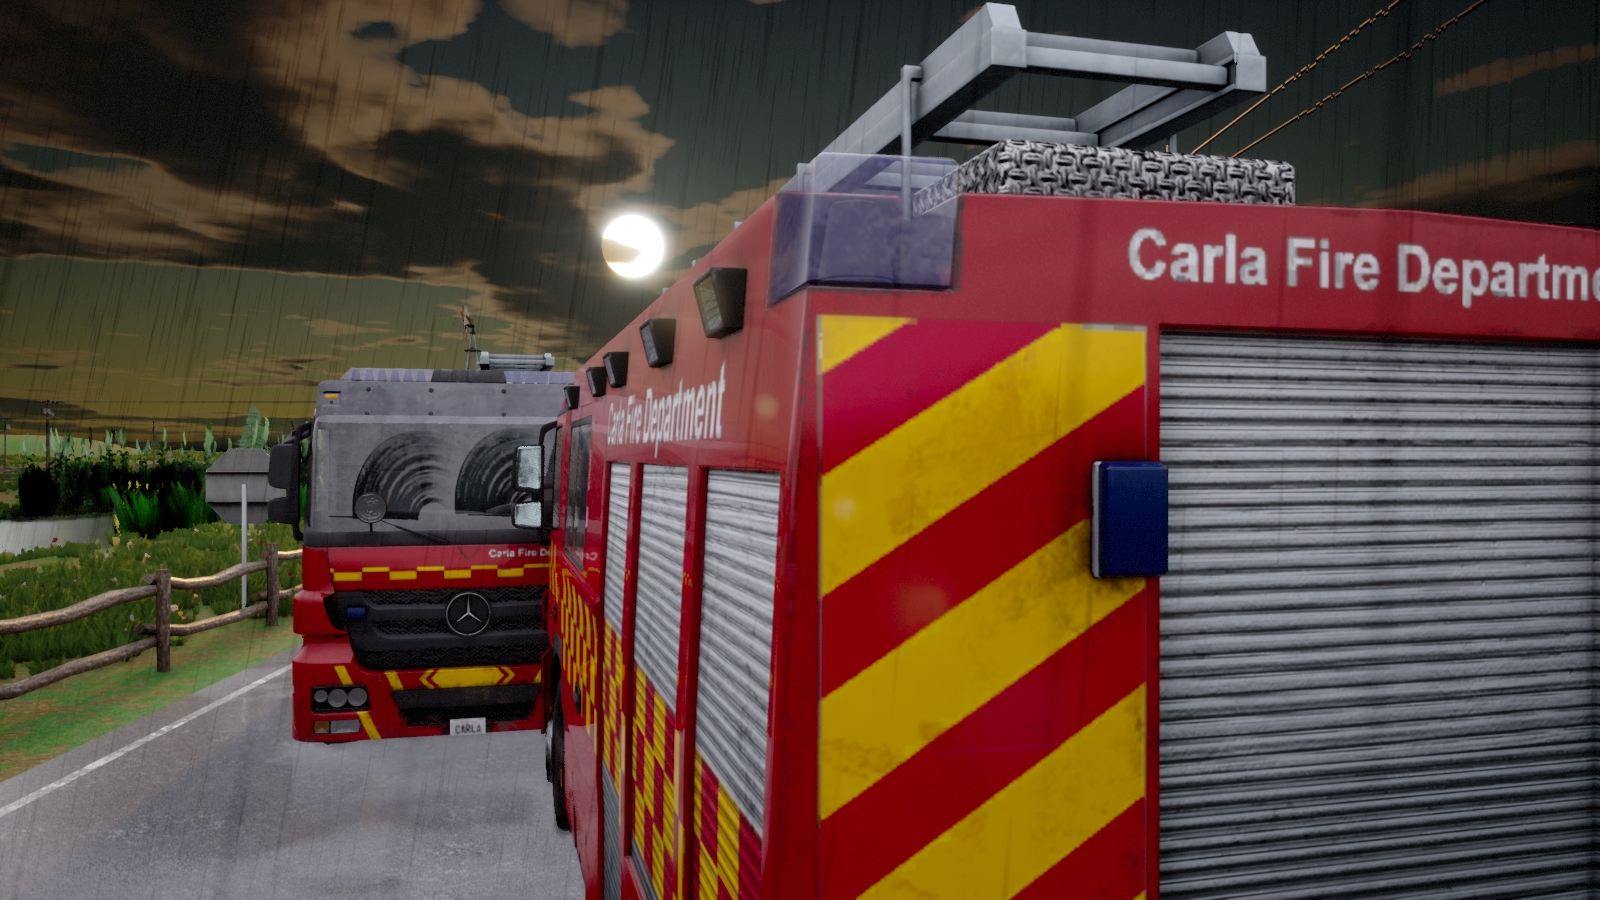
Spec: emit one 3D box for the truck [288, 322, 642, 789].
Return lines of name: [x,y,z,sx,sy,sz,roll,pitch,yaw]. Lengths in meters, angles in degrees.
truck: [-3.924,0.862,13.827,2.891,3.827,8.468,0,0,-15]

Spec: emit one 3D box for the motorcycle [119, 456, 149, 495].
motorcycle: [-41.412,1.577,71.097,0.803,2.348,2.033,0,0,-4]

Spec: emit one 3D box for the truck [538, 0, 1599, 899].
truck: [0.100,0.867,6.874,2.891,3.827,8.468,0,0,-15]
